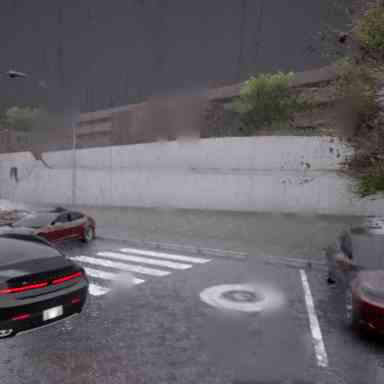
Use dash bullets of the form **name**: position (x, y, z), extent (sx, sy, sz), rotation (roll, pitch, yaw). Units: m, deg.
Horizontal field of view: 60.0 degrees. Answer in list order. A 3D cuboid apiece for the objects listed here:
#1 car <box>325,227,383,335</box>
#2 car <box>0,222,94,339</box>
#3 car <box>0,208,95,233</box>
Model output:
- **car**: position (3.897, 1.518, 6.672), extent (2.163, 1.488, 4.792), rotation (1, -1, 15)
- **car**: position (-3.980, 1.495, 6.218), extent (4.892, 1.490, 1.837), rotation (0, 0, 35)
- **car**: position (-5.877, 1.501, 13.644), extent (2.163, 1.488, 4.792), rotation (1, -1, 15)
